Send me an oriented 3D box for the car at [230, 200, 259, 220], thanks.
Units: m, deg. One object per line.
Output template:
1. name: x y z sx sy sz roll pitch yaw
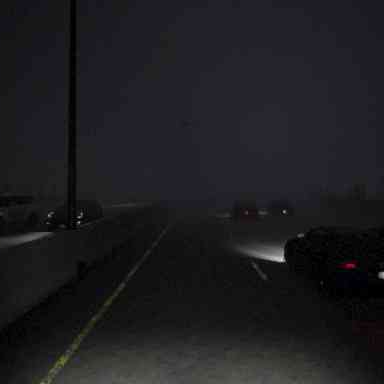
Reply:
1. car: 4.100 1.342 26.604 1.882 1.535 5.008 0 0 3

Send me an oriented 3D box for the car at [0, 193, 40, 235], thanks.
1. car: -10.319 1.080 17.868 2.150 2.045 5.566 0 0 1

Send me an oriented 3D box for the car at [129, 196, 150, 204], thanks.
1. car: -8.727 1.277 55.293 1.895 1.301 4.718 0 0 18

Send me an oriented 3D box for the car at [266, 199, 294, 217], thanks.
1. car: 7.810 1.359 29.784 1.837 1.490 4.892 0 0 4

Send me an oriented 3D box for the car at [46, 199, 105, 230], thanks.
1. car: -6.758 1.214 19.683 2.097 1.767 4.553 0 0 1

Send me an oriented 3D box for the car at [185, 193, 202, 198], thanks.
1. car: 0.215 1.016 59.518 2.097 1.767 4.553 0 0 21

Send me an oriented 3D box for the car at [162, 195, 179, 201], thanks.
1. car: -3.731 1.228 59.042 1.994 1.385 4.181 0 0 21

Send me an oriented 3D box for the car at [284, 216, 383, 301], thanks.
1. car: 3.715 1.531 8.286 1.994 1.385 4.181 0 0 1
